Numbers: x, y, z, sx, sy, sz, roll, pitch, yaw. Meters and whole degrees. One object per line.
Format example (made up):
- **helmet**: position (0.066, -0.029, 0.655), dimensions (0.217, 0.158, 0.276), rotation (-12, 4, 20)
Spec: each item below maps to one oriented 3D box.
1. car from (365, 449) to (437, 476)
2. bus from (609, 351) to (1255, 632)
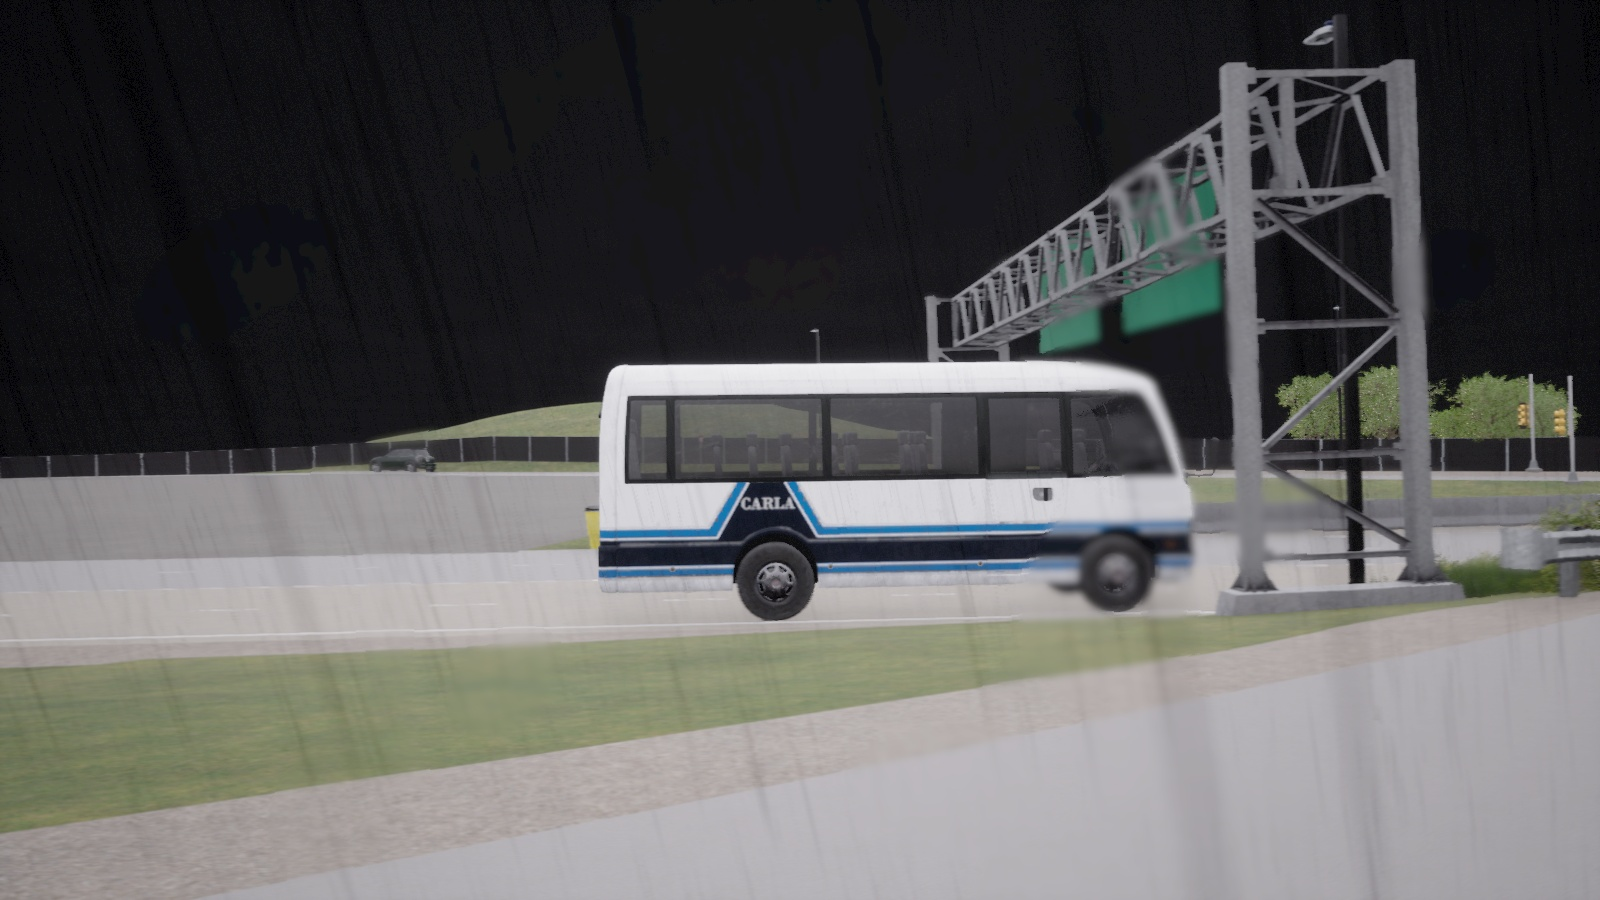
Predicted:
- **car**: position (-28.332, 0.891, 89.214), dimensions (4.553, 1.767, 2.097), rotation (-1, 1, 20)
- **bus**: position (2.055, 0.608, 21.878), dimensions (10.273, 4.253, 3.944), rotation (-1, 0, -4)
